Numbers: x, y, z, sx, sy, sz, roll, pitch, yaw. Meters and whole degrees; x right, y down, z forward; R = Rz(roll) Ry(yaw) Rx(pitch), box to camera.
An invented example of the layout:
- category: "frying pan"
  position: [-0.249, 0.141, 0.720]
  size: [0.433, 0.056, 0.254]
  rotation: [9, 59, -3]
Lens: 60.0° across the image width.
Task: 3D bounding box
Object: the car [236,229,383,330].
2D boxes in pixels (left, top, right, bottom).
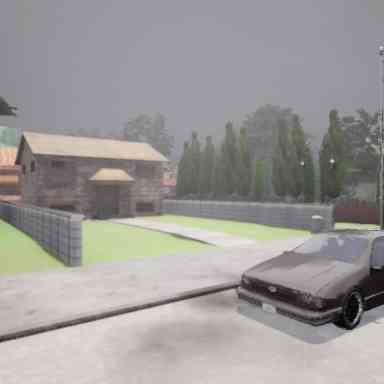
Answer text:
- category: "car"
  position: [3.445, 1.529, 7.065]
  size: [5.357, 1.411, 2.033]
  rotation: [0, 0, -36]

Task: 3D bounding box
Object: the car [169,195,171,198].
- category: "car"
  position: [-4.944, 1.110, 55.821]
  size: [1.816, 1.474, 4.193]
  rotation: [0, 0, -36]
